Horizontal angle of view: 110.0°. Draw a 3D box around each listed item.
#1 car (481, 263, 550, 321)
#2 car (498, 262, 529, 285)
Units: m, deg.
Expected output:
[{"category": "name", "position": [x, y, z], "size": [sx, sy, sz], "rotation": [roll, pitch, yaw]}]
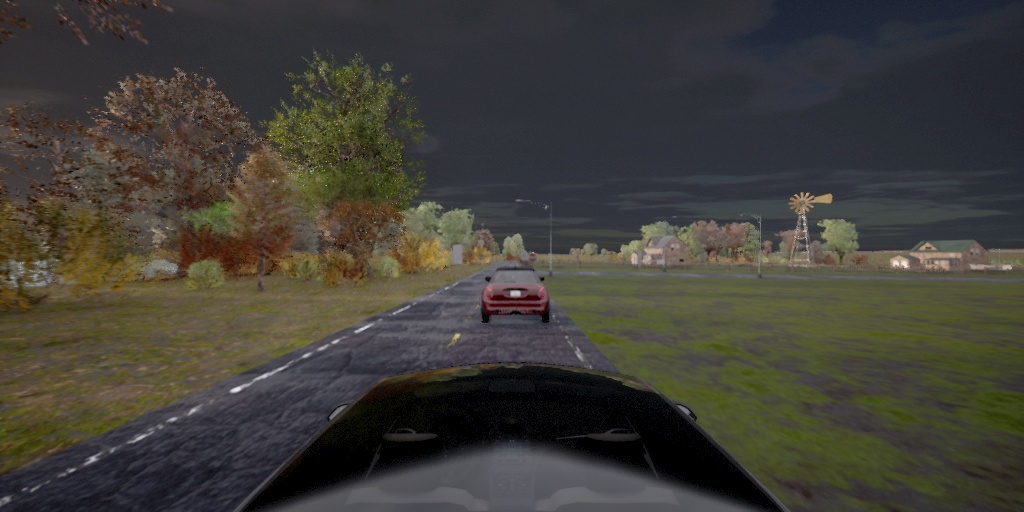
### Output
[{"category": "car", "position": [0.104, 1.121, 12.606], "size": [2.097, 1.767, 4.553], "rotation": [0, 0, 0]}, {"category": "car", "position": [0.107, 1.287, 27.584], "size": [2.128, 1.511, 4.902], "rotation": [0, 0, 0]}]
